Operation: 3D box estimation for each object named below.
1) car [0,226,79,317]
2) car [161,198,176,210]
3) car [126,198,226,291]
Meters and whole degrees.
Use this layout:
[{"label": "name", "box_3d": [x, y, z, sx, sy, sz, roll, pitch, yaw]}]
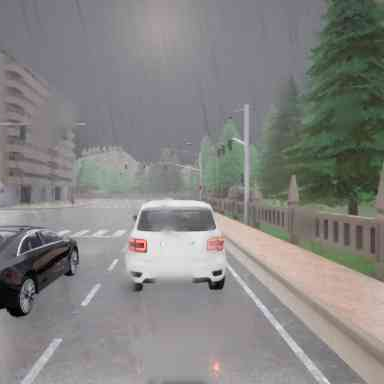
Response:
[{"label": "car", "box_3d": [-3.966, 1.492, 7.390, 2.128, 1.511, 4.902, 0, 0, -3]}, {"label": "car", "box_3d": [-3.136, 1.526, 44.406, 1.812, 1.442, 4.674, 0, 0, -4]}, {"label": "car", "box_3d": [-0.473, 1.221, 9.169, 2.150, 2.045, 5.566, 0, 0, -4]}]
